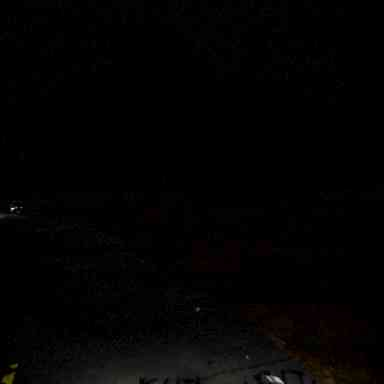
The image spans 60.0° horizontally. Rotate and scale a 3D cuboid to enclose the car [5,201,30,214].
[{"bbox_3d":[-20.916,1.837,39.766,2.033,1.411,5.357,-1,0,-39],"label":"car"}]
